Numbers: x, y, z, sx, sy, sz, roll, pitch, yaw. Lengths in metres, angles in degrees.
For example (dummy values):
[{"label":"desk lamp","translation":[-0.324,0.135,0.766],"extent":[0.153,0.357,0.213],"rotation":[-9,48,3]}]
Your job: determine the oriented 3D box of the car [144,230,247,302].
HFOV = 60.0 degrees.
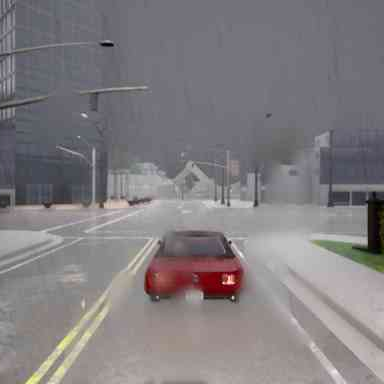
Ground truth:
[{"label":"car","translation":[0.070,1.596,8.214],"extent":[1.895,1.301,4.718],"rotation":[0,0,0]}]
